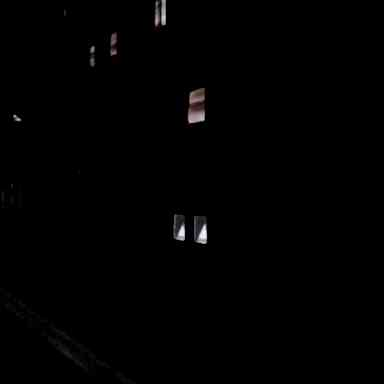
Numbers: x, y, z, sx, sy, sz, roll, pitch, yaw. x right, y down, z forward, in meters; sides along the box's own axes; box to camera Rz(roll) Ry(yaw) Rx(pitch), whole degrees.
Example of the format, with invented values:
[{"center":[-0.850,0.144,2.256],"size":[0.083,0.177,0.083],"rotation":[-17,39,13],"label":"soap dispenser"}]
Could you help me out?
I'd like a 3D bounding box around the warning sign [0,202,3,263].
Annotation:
[{"center":[-6.674,1.244,10.182],"size":[1.300,1.860,1.060],"rotation":[2,-2,-44],"label":"warning sign"}]
